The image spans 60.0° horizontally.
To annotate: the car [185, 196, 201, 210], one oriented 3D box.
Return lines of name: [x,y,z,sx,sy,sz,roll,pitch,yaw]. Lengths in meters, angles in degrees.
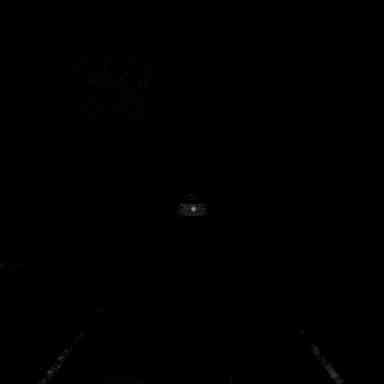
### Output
car: [0.114,1.374,42.837,1.882,1.535,5.008,0,0,0]

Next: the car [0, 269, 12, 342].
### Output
car: [-3.600,1.504,3.039,1.837,1.490,4.892,0,0,0]

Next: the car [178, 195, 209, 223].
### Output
car: [0.107,1.199,25.196,2.150,2.045,5.566,0,0,0]
